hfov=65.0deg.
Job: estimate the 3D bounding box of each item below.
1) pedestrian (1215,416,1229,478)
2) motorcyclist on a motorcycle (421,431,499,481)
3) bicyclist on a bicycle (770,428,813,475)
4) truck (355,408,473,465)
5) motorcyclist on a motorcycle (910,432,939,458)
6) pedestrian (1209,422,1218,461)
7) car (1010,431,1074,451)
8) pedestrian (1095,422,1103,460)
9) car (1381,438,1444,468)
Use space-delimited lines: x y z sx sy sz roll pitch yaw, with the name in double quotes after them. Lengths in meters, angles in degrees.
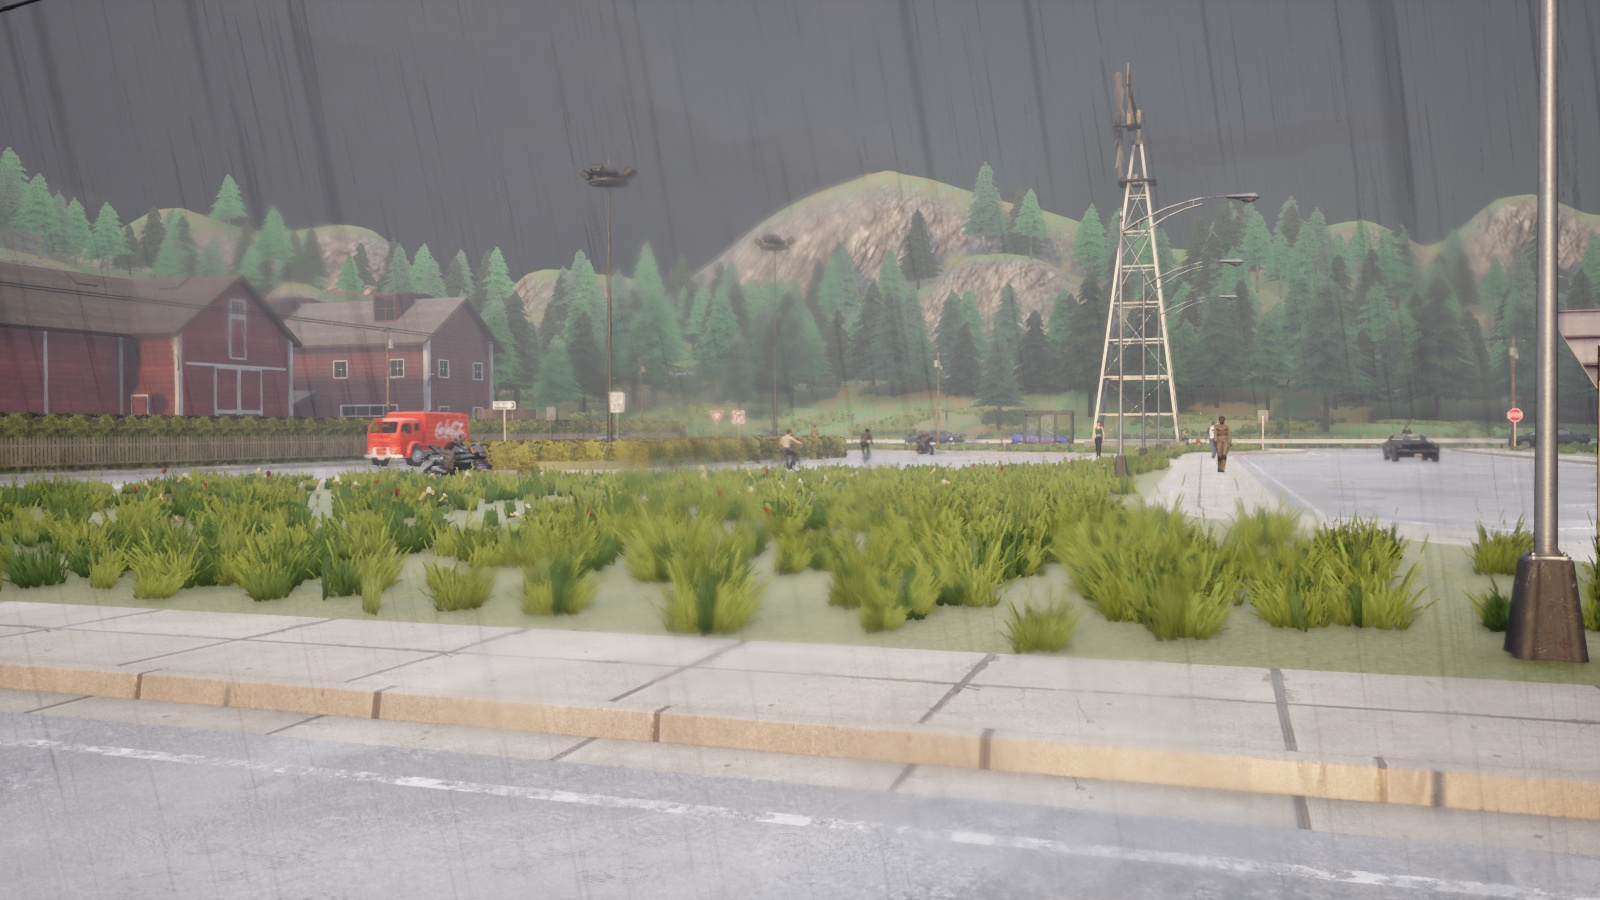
13.359 -0.104 39.738 0.396 1.930 0.692 0 1 17 "pedestrian"
-10.694 0.189 39.534 2.191 1.530 0.866 0 1 8 "motorcyclist on a motorcycle"
-0.304 0.046 44.710 0.866 1.612 1.509 -1 0 29 "bicyclist on a bicycle"
-17.549 -0.645 57.465 2.627 2.467 5.204 1 1 19 "truck"
7.592 -0.334 76.490 0.866 1.530 2.191 -1 1 -20 "motorcyclist on a motorcycle"
19.568 -0.396 59.403 0.354 1.836 0.706 1 1 22 "pedestrian"
18.540 -0.697 96.189 4.514 1.525 2.007 1 1 19 "car"
14.588 -0.448 61.350 0.345 1.836 0.594 0 1 15 "pedestrian"
27.897 0.114 57.323 1.895 1.301 4.718 1 1 18 "car"
